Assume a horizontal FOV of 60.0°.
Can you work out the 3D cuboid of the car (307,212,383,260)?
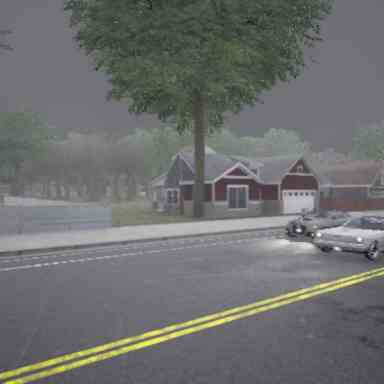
[{"bbox_3d":[6.665,1.588,12.445,4.718,1.301,1.895,0,0,-36],"label":"car"}]

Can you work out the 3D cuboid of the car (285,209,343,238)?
[{"bbox_3d":[6.482,1.550,16.306,4.181,1.385,1.994,0,0,-36],"label":"car"}]
